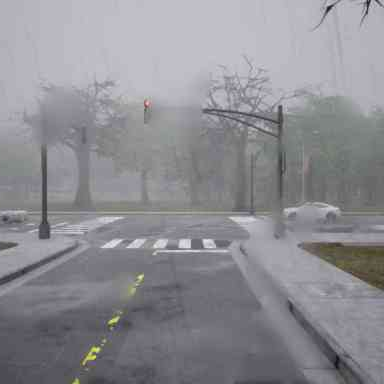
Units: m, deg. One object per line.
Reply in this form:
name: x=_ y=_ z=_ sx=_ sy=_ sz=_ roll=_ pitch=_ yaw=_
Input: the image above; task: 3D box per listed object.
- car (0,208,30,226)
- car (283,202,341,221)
car: x=-13.863 y=1.588 z=22.932 sx=4.718 sy=1.301 sz=1.895 roll=0 pitch=0 yaw=0
car: x=9.339 y=1.538 z=26.350 sx=4.674 sy=1.442 sz=1.812 roll=0 pitch=0 yaw=0
